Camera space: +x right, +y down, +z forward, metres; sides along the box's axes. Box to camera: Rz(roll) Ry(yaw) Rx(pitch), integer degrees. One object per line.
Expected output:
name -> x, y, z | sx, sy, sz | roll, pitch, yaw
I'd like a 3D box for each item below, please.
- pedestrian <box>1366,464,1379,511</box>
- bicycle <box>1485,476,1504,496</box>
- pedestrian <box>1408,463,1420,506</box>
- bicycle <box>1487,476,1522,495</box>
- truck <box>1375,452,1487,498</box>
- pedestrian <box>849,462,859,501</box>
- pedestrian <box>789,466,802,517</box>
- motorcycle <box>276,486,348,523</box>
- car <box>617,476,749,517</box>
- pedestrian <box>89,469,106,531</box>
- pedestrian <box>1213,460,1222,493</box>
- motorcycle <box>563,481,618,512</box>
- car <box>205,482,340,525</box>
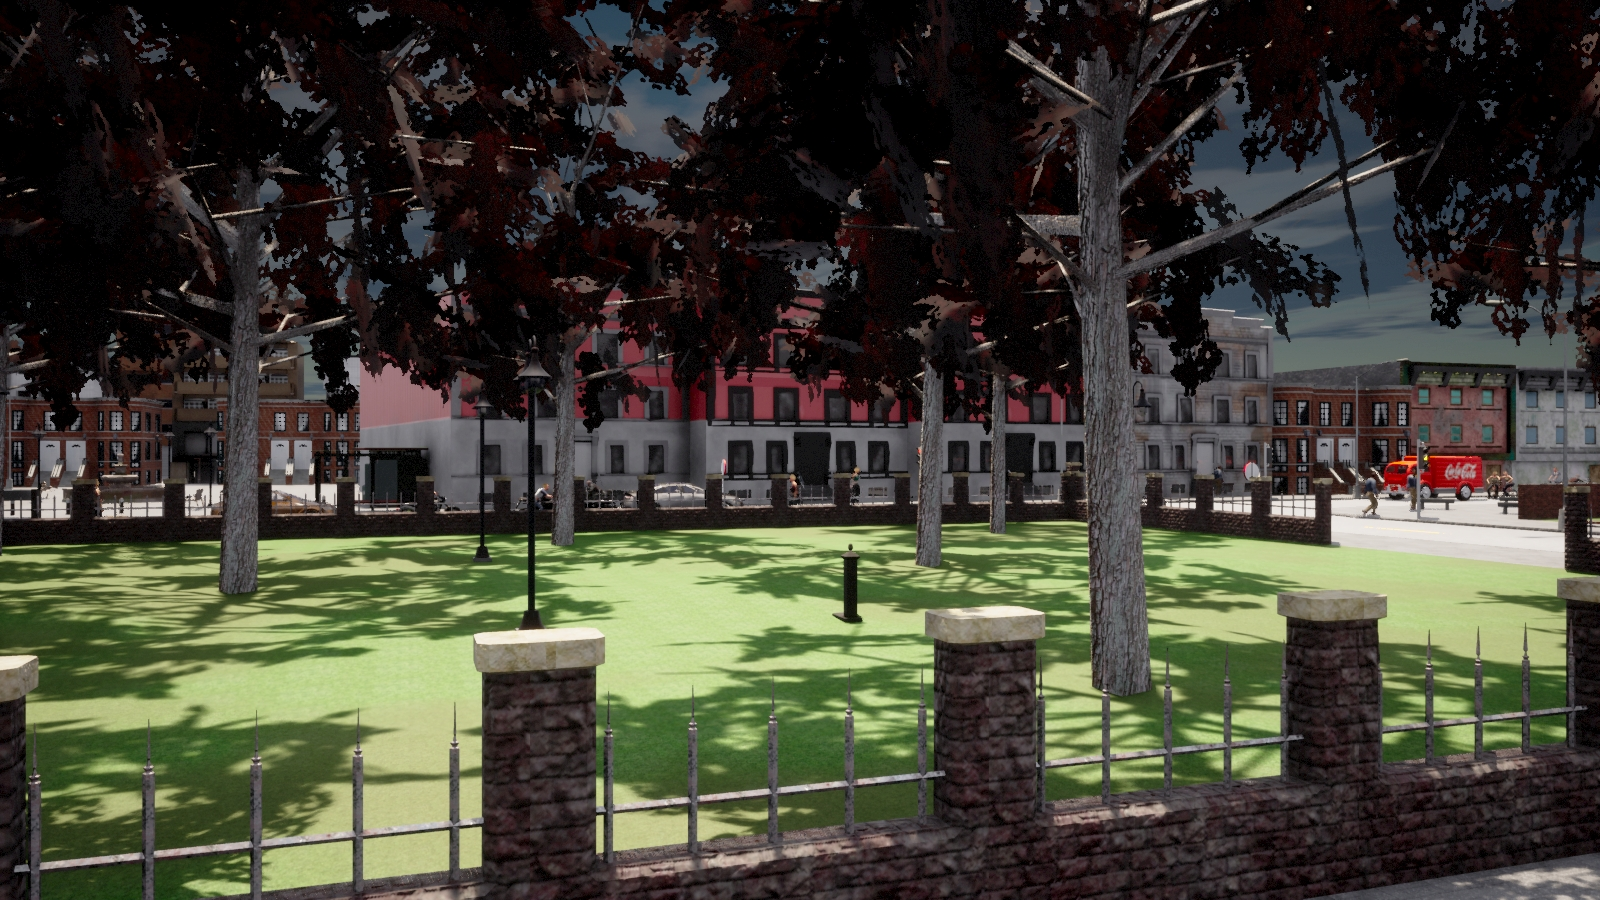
pedestrian -> 23.217, 1.518, 46.364 | 0.375, 1.860, 0.375 | 0, 0, 9
bicycle -> 39.299, 2.036, 64.656 | 0.859, 1.080, 1.487 | 0, 0, 35
pedestrian -> 26.849, 1.517, 49.950 | 0.375, 1.860, 0.375 | 0, 0, 12
bicycle -> 40.458, 2.036, 65.608 | 1.487, 1.080, 0.859 | 0, 0, 1
truck -> 35.004, 1.348, 63.458 | 5.204, 2.467, 2.627 | 0, 0, -19
pedestrian -> 2.587, 1.524, 55.104 | 0.375, 1.860, 0.375 | 0, 0, 23
pedestrian -> -0.174, 1.525, 42.183 | 0.375, 1.860, 0.375 | 0, 0, -18
motorcycle -> -17.611, 1.950, 41.298 | 2.356, 1.277, 0.764 | 0, 0, -19
car -> -4.677, 1.827, 45.707 | 4.902, 1.511, 2.128 | 0, 0, -19
pedestrian -> -21.445, 1.523, 34.897 | 0.375, 1.860, 0.375 | 0, 0, -19
pedestrian -> 23.716, 1.523, 64.903 | 0.375, 1.860, 0.375 | 0, 0, -19
motorcycle -> -8.903, 1.985, 48.530 | 2.209, 1.251, 0.867 | 0, 0, -19
car -> -18.776, 1.899, 40.895 | 4.181, 1.385, 1.994 | 0, 0, -18
